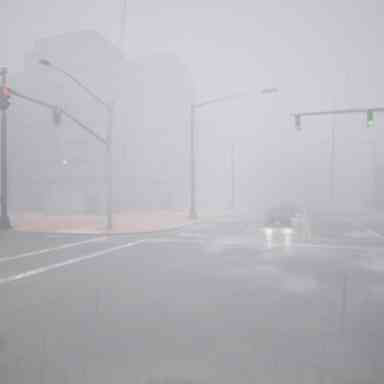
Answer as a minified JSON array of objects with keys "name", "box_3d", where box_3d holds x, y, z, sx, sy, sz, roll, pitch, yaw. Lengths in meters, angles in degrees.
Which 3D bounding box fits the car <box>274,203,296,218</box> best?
[{"name":"car","box_3d":[9.745,1.869,34.590,1.994,1.385,4.181,-1,-1,18]}]

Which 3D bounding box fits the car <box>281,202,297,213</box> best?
[{"name":"car","box_3d":[12.891,1.987,44.068,1.895,1.301,4.718,-1,-1,19]}]

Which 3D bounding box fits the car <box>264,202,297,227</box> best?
[{"name":"car","box_3d":[6.696,1.774,25.375,2.033,1.411,5.357,-1,-1,18]}]
